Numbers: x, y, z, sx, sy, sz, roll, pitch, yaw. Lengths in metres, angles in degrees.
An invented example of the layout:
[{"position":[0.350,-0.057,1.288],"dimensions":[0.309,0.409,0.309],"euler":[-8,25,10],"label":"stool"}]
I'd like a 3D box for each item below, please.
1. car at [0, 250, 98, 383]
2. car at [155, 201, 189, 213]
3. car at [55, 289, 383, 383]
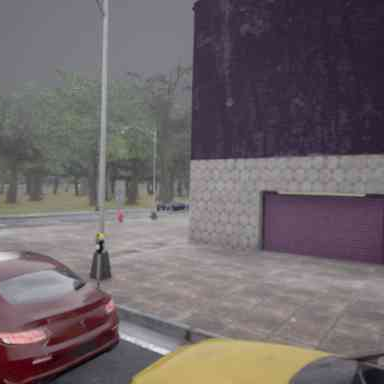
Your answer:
[{"position":[-2.850,1.533,4.837],"dimensions":[4.206,1.307,1.802],"euler":[1,2,36],"label":"car"},{"position":[-2.109,1.655,38.215],"dimensions":[1.895,1.301,4.718],"euler":[2,1,36],"label":"car"},{"position":[1.509,1.529,1.712],"dimensions":[4.829,1.417,1.752],"euler":[1,2,36],"label":"car"}]
